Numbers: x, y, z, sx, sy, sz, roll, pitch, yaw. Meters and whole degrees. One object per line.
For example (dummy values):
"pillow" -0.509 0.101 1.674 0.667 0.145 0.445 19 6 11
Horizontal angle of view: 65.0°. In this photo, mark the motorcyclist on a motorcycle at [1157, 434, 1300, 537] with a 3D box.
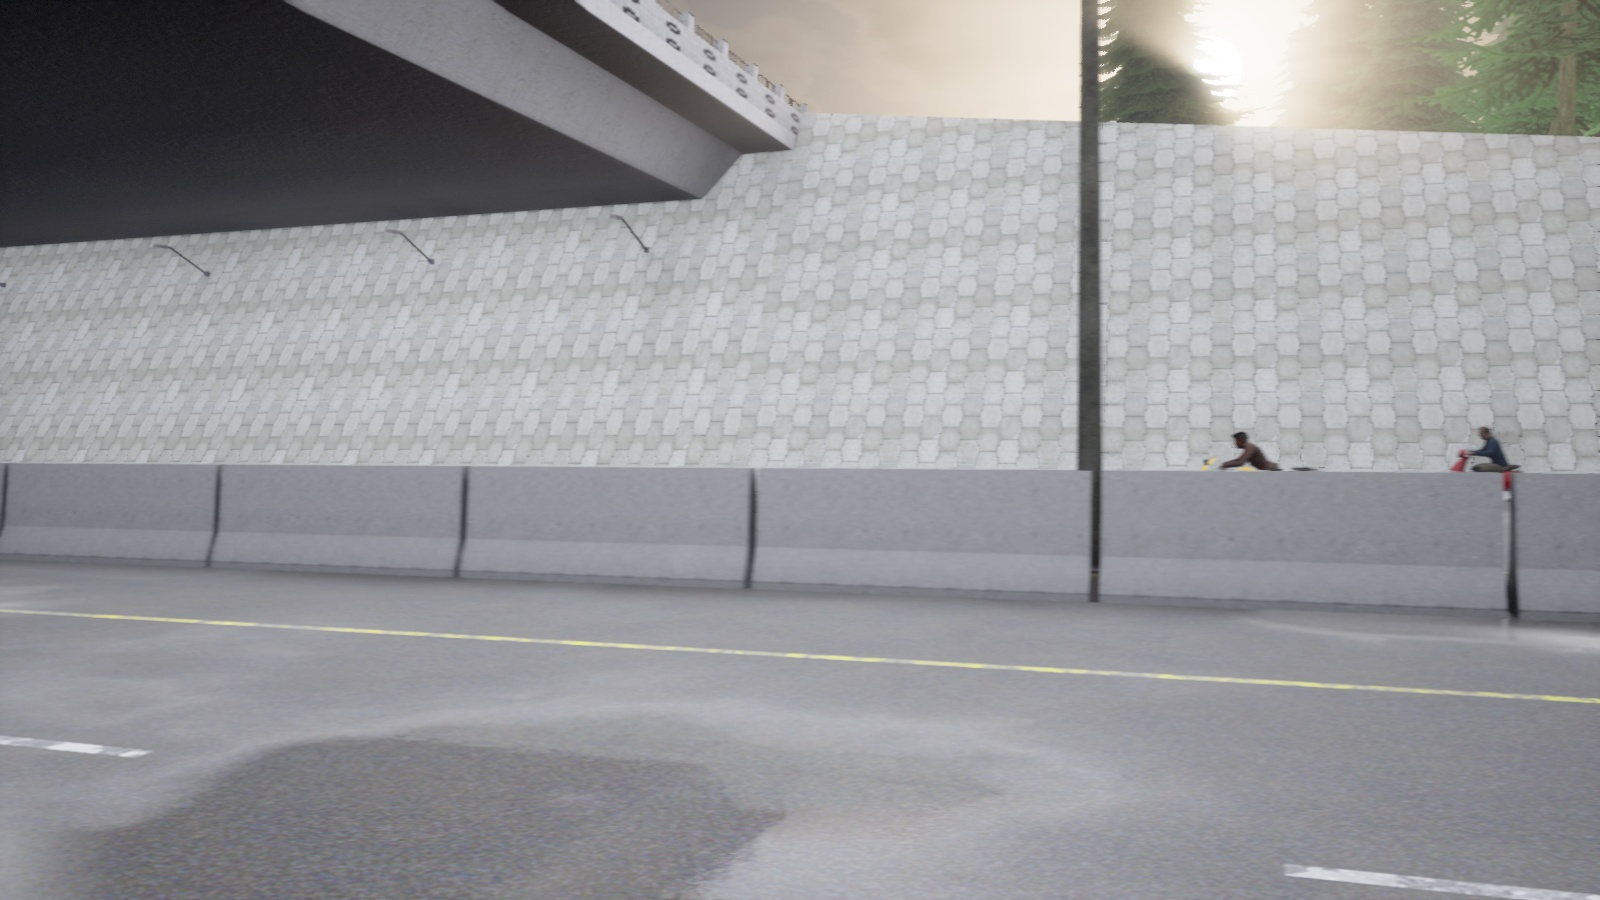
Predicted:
"motorcyclist on a motorcycle" 6.608 0.522 19.432 2.044 1.523 0.797 0 1 19

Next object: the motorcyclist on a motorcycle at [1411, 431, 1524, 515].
"motorcyclist on a motorcycle" 13.066 0.434 24.644 1.817 1.590 0.866 0 1 19
